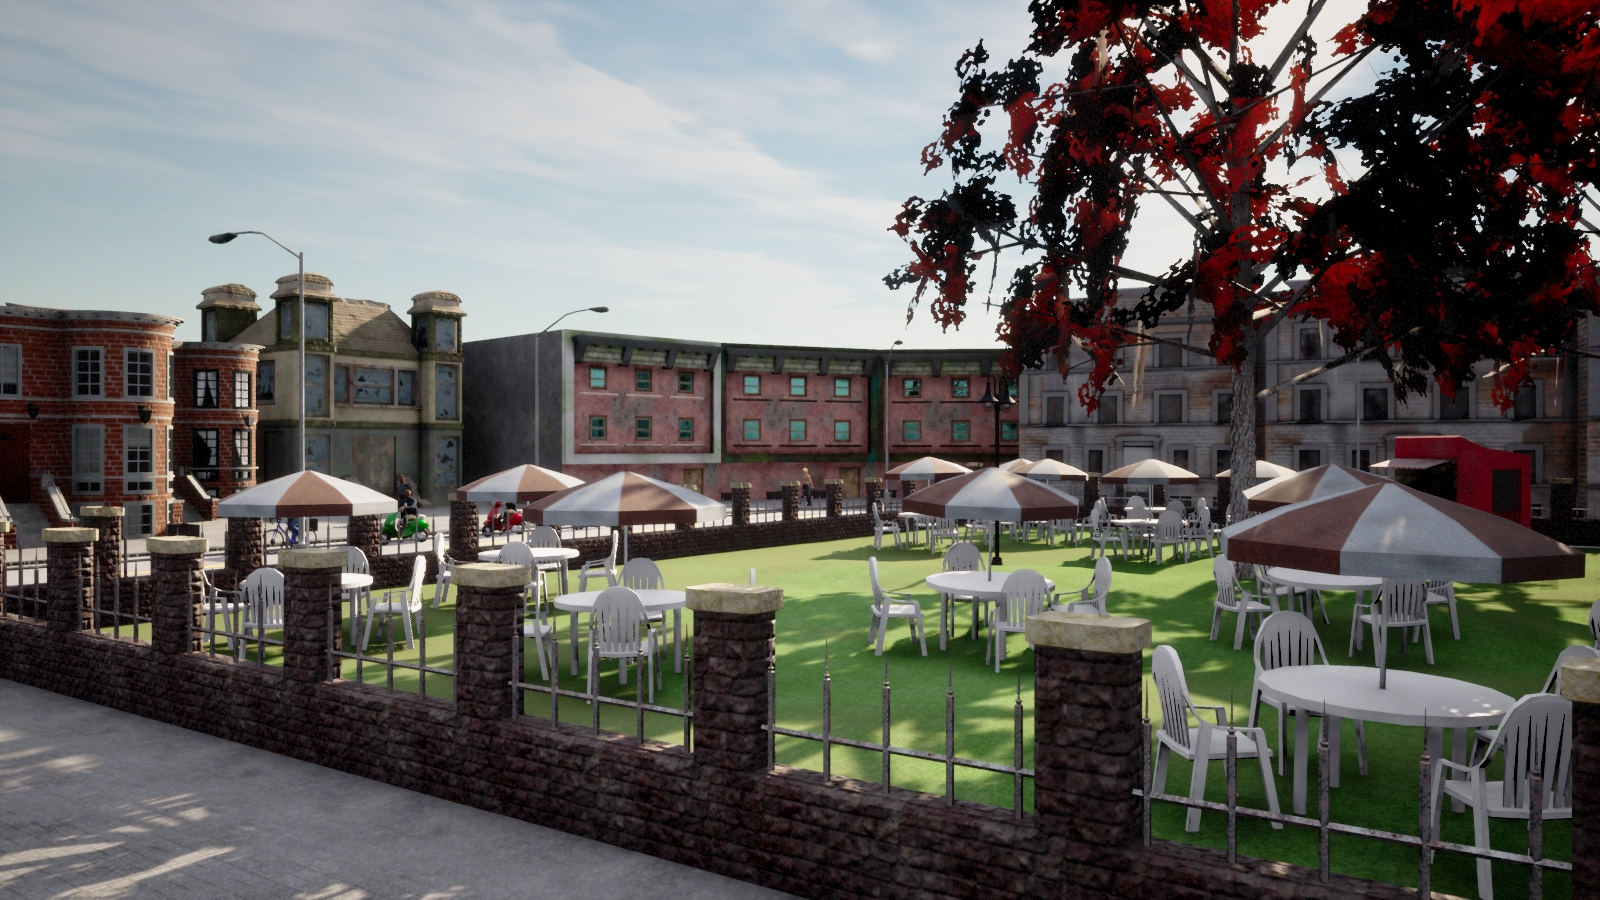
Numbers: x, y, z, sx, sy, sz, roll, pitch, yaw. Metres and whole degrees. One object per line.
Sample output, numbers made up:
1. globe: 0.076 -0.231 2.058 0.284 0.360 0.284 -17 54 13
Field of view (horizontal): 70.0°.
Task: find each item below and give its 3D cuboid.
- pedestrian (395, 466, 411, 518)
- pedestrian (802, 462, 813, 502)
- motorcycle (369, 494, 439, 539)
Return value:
1. pedestrian: -14.263 1.511 41.040 0.375 1.860 0.375 0 0 29
2. pedestrian: 0.337 1.513 53.529 0.375 1.860 0.375 0 0 -37
3. motorcycle: -11.759 1.950 33.969 0.856 1.236 1.805 0 0 35
